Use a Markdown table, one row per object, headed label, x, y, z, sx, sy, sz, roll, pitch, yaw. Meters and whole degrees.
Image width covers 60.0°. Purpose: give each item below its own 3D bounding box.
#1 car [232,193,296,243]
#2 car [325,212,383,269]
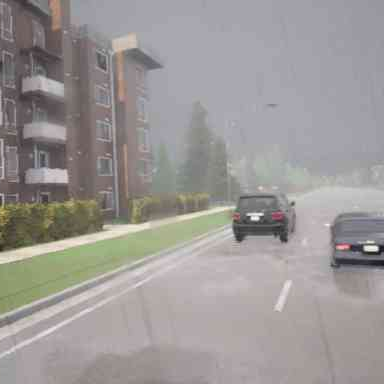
| label | x | y | z | sx | sy | sz | roll | pitch | yaw |
| --- | --- | --- | --- | --- | --- | --- | --- | --- | --- |
| car | 3.425 | 1.053 | 15.218 | 2.150 | 2.045 | 5.566 | -2 | 0 | 22 |
| car | 5.113 | 1.315 | 10.064 | 2.033 | 1.411 | 5.357 | -2 | 0 | 22 |
